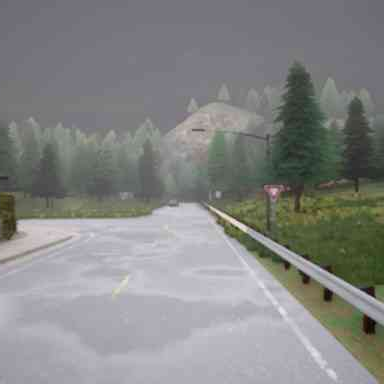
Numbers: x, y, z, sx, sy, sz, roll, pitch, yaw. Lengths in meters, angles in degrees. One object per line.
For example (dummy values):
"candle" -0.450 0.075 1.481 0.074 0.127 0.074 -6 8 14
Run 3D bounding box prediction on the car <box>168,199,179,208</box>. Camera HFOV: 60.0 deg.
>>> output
"car" -3.502 2.175 62.403 1.837 1.490 4.892 0 0 0
